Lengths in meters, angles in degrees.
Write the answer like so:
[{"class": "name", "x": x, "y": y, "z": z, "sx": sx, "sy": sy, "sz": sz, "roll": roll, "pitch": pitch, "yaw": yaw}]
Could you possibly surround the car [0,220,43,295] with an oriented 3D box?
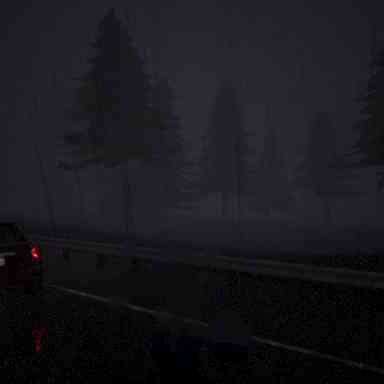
[{"class": "car", "x": -5.415, "y": 1.349, "z": 7.444, "sx": 4.553, "sy": 1.767, "sz": 2.097, "roll": 0, "pitch": 0, "yaw": 34}]
